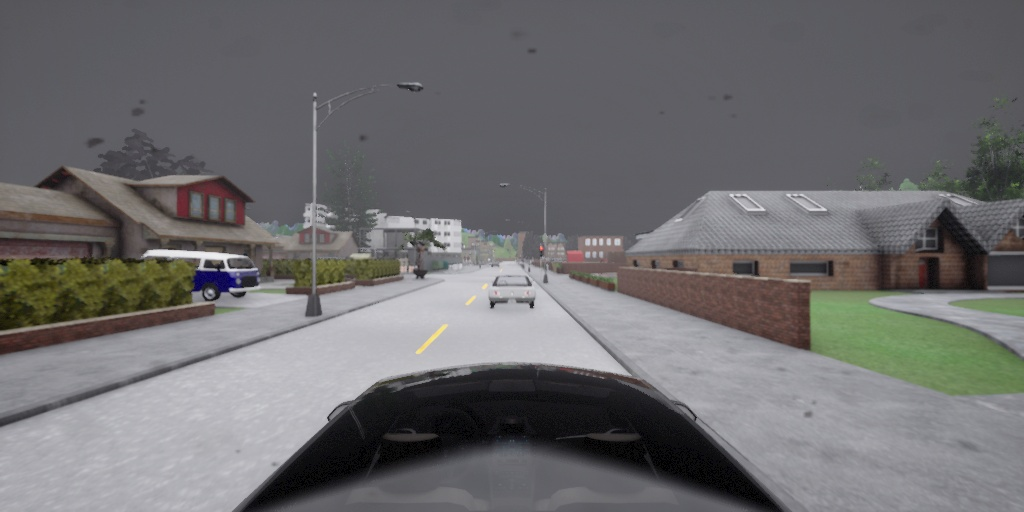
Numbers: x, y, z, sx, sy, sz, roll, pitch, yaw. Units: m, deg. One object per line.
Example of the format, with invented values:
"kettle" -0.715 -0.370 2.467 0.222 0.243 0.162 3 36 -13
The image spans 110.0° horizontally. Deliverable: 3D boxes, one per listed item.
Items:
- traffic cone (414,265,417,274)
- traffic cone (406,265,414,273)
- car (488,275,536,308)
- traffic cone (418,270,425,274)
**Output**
"traffic cone" -15.370 2.062 55.826 0.344 0.586 0.344 0 0 0
"traffic cone" -15.732 2.060 55.256 0.344 0.586 0.344 0 0 0
"car" 0.007 1.483 15.958 1.895 1.301 4.718 0 0 0
"traffic cone" -14.371 2.096 56.865 0.344 0.586 0.344 0 0 0
